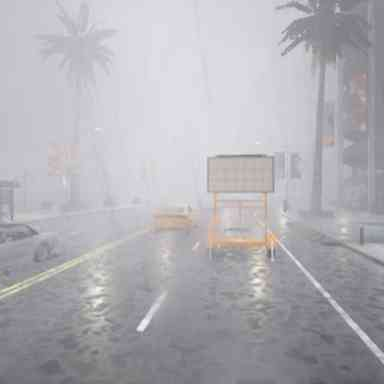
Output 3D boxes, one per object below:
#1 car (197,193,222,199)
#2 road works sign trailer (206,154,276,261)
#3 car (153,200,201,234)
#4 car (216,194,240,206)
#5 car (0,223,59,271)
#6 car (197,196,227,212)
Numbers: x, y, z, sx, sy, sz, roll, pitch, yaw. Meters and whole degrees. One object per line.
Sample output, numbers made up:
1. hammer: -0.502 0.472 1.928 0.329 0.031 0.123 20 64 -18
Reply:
1. car: 3.044 1.105 53.857 2.150 2.045 5.566 0 0 39
2. road works sign trailer: 1.766 0.437 12.182 2.380 3.560 2.880 0 0 7
3. car: -0.826 1.436 18.911 1.882 1.535 5.008 0 0 7
4. car: 5.712 1.451 51.501 1.994 1.385 4.181 0 0 39
5. car: -5.751 1.580 9.254 1.895 1.301 4.718 0 0 7
6. car: 2.338 1.444 37.439 1.812 1.442 4.674 0 0 16
